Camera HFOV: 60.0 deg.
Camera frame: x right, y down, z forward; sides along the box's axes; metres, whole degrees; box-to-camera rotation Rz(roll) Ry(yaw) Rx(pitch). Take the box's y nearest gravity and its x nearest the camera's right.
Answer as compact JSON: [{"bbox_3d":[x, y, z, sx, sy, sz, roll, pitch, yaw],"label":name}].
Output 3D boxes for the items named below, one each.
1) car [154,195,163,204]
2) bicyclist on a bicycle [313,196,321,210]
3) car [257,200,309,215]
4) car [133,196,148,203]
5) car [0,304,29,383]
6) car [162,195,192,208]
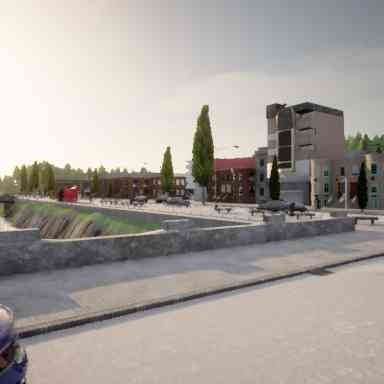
[{"bbox_3d":[-5.033,1.352,60.513,2.097,1.767,4.553,0,0,-36],"label":"car"},{"bbox_3d":[14.937,1.349,39.677,1.656,1.620,0.582,0,0,-35],"label":"bicyclist on a bicycle"},{"bbox_3d":[9.012,1.547,33.517,2.033,1.411,5.357,0,0,-35],"label":"car"},{"bbox_3d":[-10.758,1.525,68.554,1.812,1.442,4.674,0,0,-36],"label":"car"},{"bbox_3d":[-3.604,1.526,2.031,4.674,1.442,1.812,0,0,-35],"label":"car"},{"bbox_3d":[-2.001,1.506,49.037,1.837,1.490,4.892,0,0,-35],"label":"car"}]
